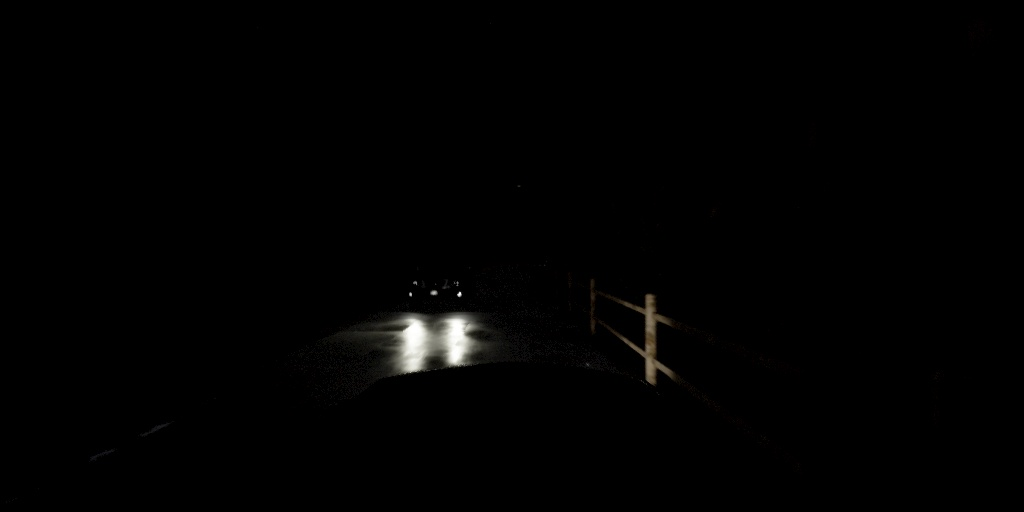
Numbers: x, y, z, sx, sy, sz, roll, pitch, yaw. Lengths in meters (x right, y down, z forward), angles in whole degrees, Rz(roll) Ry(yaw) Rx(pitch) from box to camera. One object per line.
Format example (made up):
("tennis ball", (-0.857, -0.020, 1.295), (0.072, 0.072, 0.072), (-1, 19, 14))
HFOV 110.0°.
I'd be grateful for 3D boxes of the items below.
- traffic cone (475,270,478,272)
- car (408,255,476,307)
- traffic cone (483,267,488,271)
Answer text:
("traffic cone", (-4.264, 1.580, 44.674), (0.340, 0.580, 0.340), (0, 0, 16))
("car", (-2.845, 0.989, 15.840), (2.150, 2.045, 5.566), (0, 0, 0))
("traffic cone", (-3.836, 1.748, 49.582), (0.340, 0.580, 0.340), (0, 0, 0))
